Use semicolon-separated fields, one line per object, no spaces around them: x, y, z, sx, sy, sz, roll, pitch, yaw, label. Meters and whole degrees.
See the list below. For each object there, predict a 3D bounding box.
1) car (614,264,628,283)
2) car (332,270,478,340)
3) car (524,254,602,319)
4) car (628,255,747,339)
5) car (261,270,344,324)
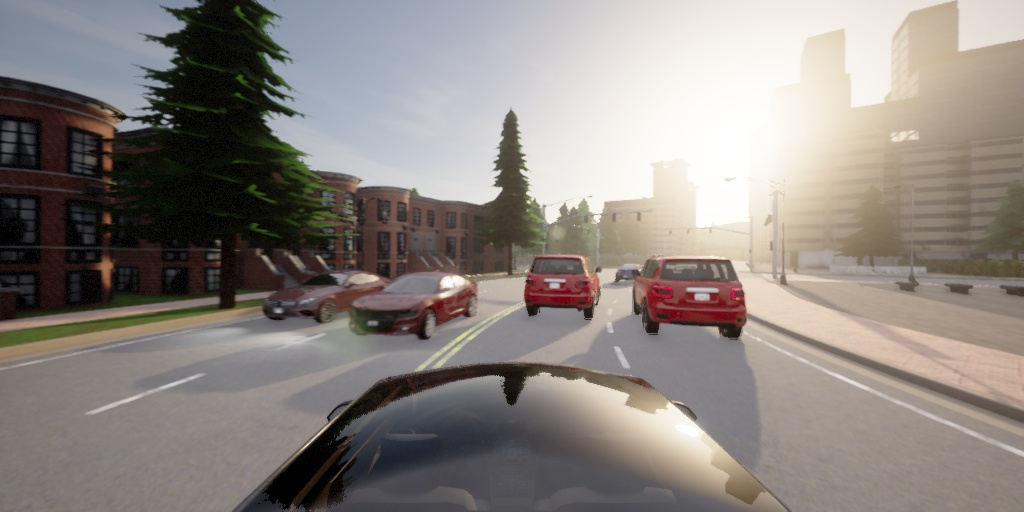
9.425;1.326;28.088;1.812;1.442;4.674;1;0;31;car
-2.464;1.184;10.192;1.882;1.535;5.008;0;0;13;car
2.008;0.970;13.153;2.150;2.045;5.566;0;0;16;car
4.881;1.006;10.595;2.150;2.045;5.566;0;0;14;car
-5.667;1.194;11.807;1.812;1.442;4.674;1;0;14;car
